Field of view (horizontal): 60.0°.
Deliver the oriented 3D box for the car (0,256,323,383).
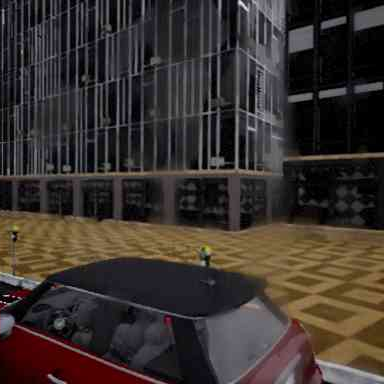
[{"bbox_3d":[-0.903,1.443,3.499,4.097,1.590,1.967,0,1,35],"label":"car"}]
